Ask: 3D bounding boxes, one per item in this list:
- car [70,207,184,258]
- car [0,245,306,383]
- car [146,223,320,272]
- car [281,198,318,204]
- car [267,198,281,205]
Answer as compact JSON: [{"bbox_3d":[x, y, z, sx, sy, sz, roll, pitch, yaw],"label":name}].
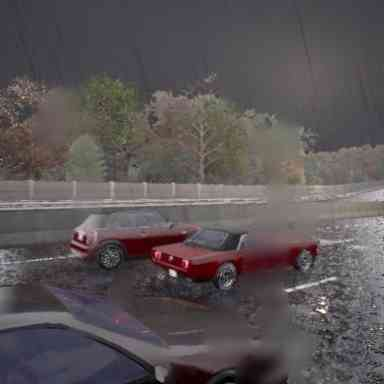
[{"bbox_3d":[-1.598,1.352,11.205,4.553,1.767,2.097,0,0,-35],"label":"car"},{"bbox_3d":[-1.590,1.548,2.614,5.357,1.411,2.033,0,0,-36],"label":"car"},{"bbox_3d":[1.374,1.602,9.026,4.718,1.301,1.895,0,0,-35],"label":"car"},{"bbox_3d":[14.777,1.586,44.497,5.357,1.411,2.033,0,0,-35],"label":"car"},{"bbox_3d":[12.620,1.600,47.260,4.181,1.385,1.994,0,0,-35],"label":"car"}]
